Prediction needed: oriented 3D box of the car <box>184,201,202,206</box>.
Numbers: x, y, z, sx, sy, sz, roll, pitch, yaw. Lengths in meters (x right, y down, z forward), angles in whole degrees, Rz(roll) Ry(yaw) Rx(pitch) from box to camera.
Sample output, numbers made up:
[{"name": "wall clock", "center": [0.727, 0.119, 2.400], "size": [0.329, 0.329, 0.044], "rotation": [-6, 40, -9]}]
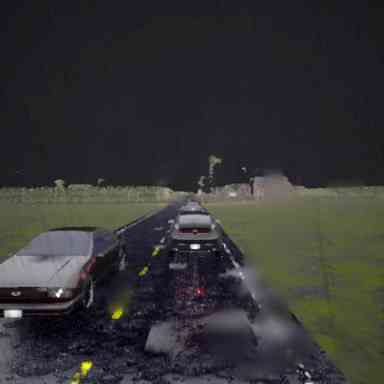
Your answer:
[{"name": "car", "center": [0.102, 1.618, 33.910], "size": [1.994, 1.385, 4.181], "rotation": [0, 0, 0]}]

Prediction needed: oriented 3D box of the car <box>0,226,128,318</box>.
[{"name": "car", "center": [-2.848, 1.557, 7.965], "size": [2.033, 1.411, 5.357], "rotation": [0, 0, 0]}]

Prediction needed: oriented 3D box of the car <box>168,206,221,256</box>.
[{"name": "car", "center": [0.101, 1.522, 13.174], "size": [1.837, 1.490, 4.892], "rotation": [0, 0, 0]}]
